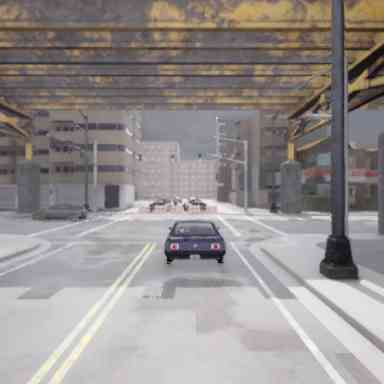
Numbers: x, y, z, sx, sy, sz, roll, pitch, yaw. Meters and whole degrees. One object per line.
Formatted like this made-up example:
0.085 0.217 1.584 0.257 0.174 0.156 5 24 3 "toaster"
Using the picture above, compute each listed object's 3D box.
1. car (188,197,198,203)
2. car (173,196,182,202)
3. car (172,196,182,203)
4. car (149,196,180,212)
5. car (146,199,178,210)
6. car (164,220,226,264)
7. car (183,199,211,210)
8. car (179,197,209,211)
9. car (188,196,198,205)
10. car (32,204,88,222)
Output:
0.143 1.539 66.947 1.853 1.218 4.536 0 0 0 "car"
-3.289 1.570 75.468 1.853 1.218 4.536 0 0 0 "car"
-3.288 1.727 75.416 2.038 1.542 4.974 0 0 0 "car"
-3.647 1.601 40.605 2.038 1.542 4.974 0 0 25 "car"
-3.625 1.443 40.653 1.853 1.218 4.536 0 0 25 "car"
0.068 1.645 12.041 1.895 1.301 4.718 0 0 -1 "car"
0.495 1.442 40.347 1.853 1.218 4.536 0 0 -20 "car"
0.514 1.600 40.298 2.038 1.542 4.974 0 0 -20 "car"
0.144 1.696 66.894 2.038 1.542 4.974 0 0 0 "car"
-10.670 1.662 26.952 4.181 1.385 1.994 0 0 3 "car"
